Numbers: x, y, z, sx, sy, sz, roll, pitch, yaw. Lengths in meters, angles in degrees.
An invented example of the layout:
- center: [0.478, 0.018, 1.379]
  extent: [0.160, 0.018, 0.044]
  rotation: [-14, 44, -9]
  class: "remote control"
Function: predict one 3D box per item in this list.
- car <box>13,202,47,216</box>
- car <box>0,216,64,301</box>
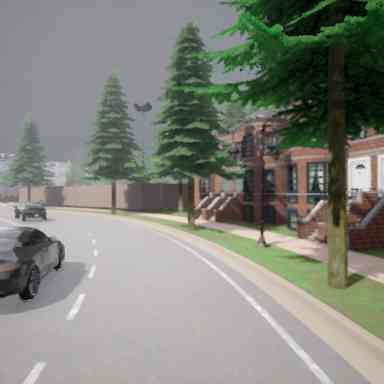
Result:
- center: [-13.796, 1.618, 28.250]
  extent: [1.837, 1.490, 4.892]
  rotation: [0, 0, -38]
  class: "car"
- center: [-4.464, 1.563, 8.150]
  extent: [1.812, 1.442, 4.674]
  rotation: [0, 0, -10]
  class: "car"
